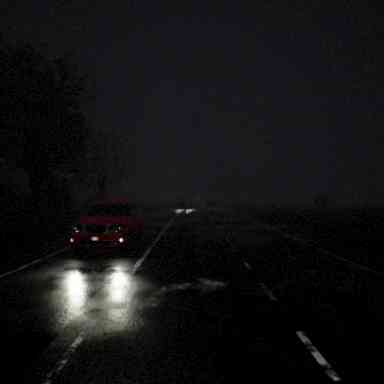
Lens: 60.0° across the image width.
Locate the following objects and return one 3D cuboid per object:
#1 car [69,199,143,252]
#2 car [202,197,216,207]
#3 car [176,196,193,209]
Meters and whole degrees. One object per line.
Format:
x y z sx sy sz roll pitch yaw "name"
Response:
-3.516 1.343 14.745 2.150 2.045 5.566 0 0 0 "car"
3.508 1.979 62.008 2.128 1.511 4.902 0 0 0 "car"
-1.150 1.674 54.255 2.150 2.045 5.566 0 0 7 "car"
